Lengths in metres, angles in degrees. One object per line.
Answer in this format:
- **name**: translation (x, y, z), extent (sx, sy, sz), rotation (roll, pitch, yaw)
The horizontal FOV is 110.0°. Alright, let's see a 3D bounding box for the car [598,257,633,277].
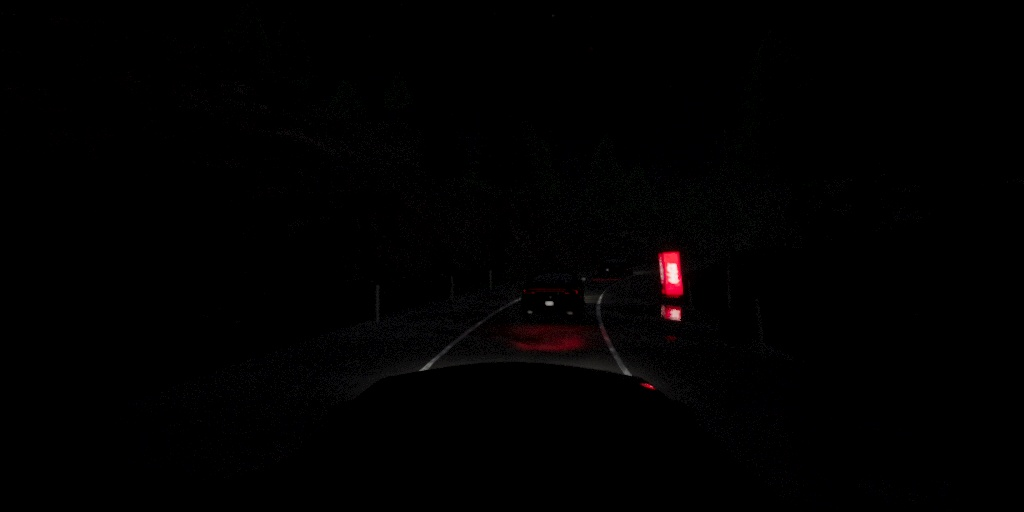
- **car**: translation (8.669, 0.857, 29.883), extent (1.882, 1.535, 5.008), rotation (-2, 1, 31)

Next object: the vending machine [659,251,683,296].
- **vending machine**: translation (7.722, 0.780, 17.181), extent (1.100, 2.100, 0.880), rotation (0, 0, 19)

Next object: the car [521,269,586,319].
- **car**: translation (1.564, 1.187, 12.723), extent (1.882, 1.535, 5.008), rotation (-1, 0, 11)
